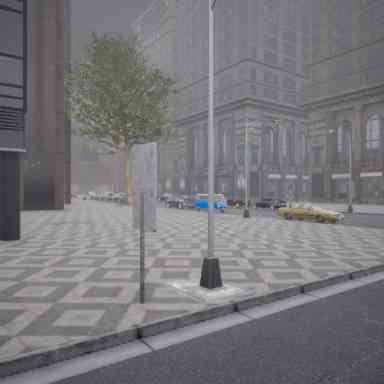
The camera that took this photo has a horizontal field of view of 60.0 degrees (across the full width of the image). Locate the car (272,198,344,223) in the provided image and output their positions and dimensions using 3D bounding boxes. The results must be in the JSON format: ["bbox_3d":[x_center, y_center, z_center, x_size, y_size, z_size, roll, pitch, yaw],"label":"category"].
[{"bbox_3d":[8.359,1.398,23.803,1.752,1.417,4.829,1,0,-35],"label":"car"}]

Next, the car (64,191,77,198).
[{"bbox_3d":[-27.175,0.484,74.570,1.967,1.590,4.097,1,0,-35],"label":"car"}]

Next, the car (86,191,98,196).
[{"bbox_3d":[-26.639,0.472,88.666,1.802,1.307,4.206,1,0,-35],"label":"car"}]

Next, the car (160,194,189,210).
[{"bbox_3d":[-1.404,1.230,37.753,2.008,1.369,4.403,1,0,-35],"label":"car"}]

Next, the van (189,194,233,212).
[{"bbox_3d":[1.819,1.091,33.150,1.690,1.788,3.998,1,0,-35],"label":"van"}]

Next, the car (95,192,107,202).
[{"bbox_3d":[-14.291,0.911,56.164,2.008,1.369,4.403,1,0,-35],"label":"car"}]

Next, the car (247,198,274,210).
[{"bbox_3d":[8.796,1.315,38.048,1.947,1.339,4.313,1,0,-35],"label":"car"}]

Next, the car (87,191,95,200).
[{"bbox_3d":[-17.512,0.830,60.766,2.008,1.369,4.403,1,0,-35],"label":"car"}]

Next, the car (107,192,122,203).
[{"bbox_3d":[-11.069,0.992,51.562,2.008,1.369,4.403,1,0,-35],"label":"car"}]

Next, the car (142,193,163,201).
[{"bbox_3d":[-7.311,0.910,61.058,2.008,1.369,4.403,1,0,-35],"label":"car"}]

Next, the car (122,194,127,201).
[{"bbox_3d":[-7.751,1.051,46.821,1.752,1.417,4.829,1,0,-35],"label":"car"}]

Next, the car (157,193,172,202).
[{"bbox_3d":[-4.087,0.881,56.457,1.967,1.590,4.097,1,0,-35],"label":"car"}]

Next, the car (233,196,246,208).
[{"bbox_3d":[5.576,1.224,42.649,1.887,1.381,4.507,1,0,-35],"label":"car"}]

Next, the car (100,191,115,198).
[{"bbox_3d":[-20.196,0.588,79.463,1.887,1.381,4.507,1,0,-35],"label":"car"}]
